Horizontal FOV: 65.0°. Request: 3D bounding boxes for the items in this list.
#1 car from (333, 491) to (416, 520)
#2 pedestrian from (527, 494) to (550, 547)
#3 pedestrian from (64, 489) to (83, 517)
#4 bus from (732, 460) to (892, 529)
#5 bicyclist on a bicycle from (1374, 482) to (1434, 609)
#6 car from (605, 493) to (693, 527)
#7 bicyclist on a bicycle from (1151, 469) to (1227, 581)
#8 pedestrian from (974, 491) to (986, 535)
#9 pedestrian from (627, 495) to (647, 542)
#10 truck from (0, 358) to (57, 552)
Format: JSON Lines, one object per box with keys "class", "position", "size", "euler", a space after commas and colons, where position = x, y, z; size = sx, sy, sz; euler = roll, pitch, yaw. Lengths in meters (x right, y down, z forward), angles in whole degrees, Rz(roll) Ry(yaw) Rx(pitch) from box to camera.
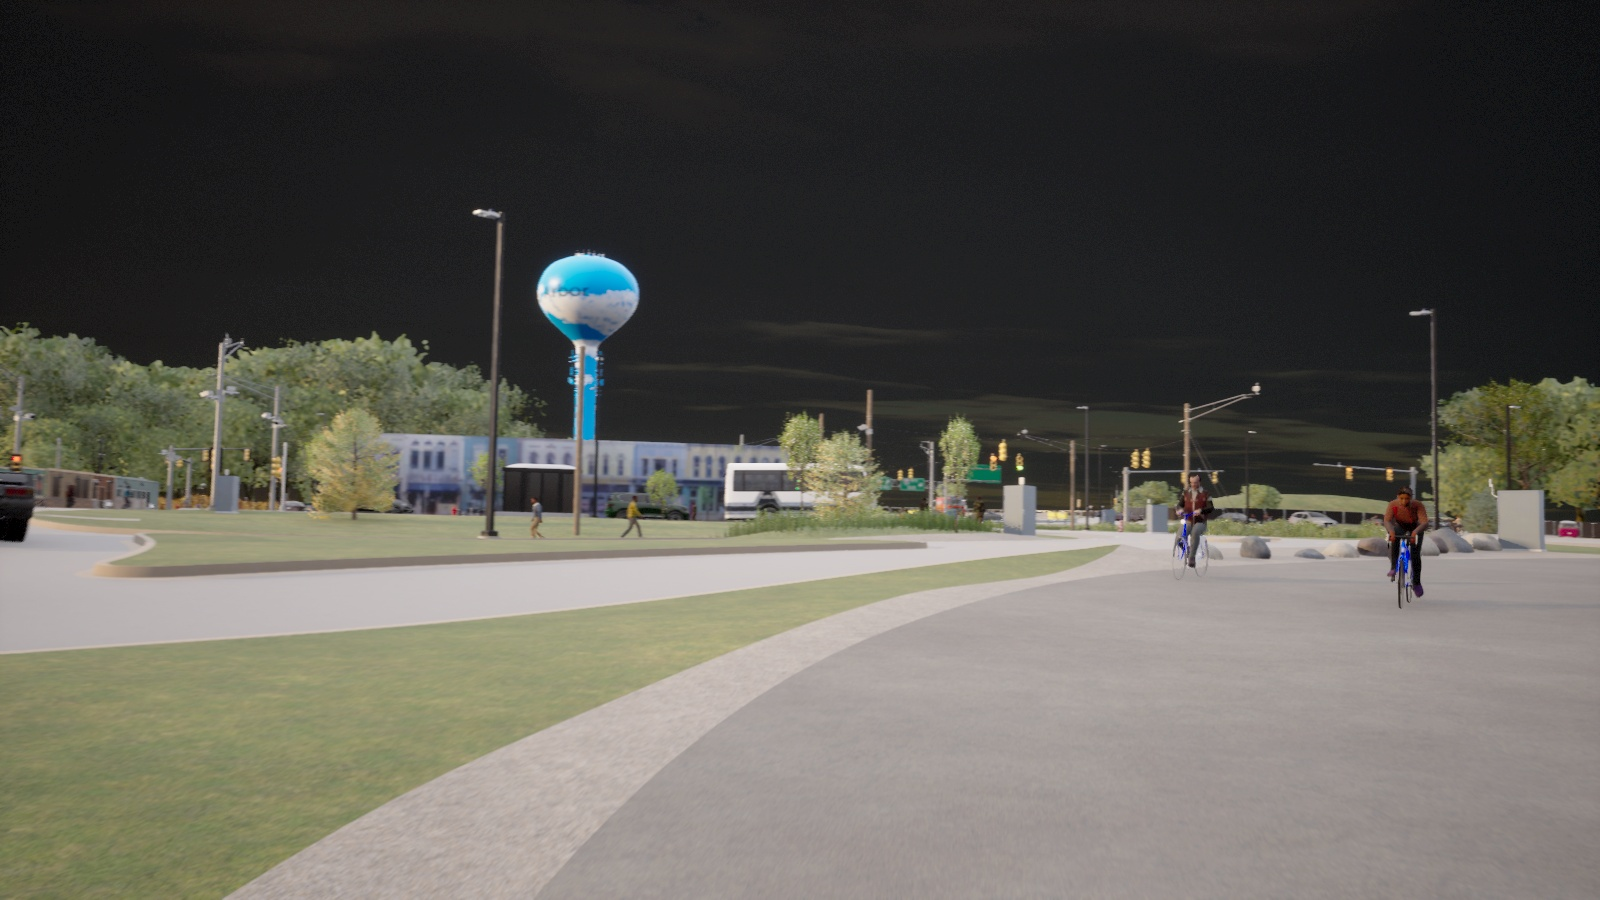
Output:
{"class": "car", "position": [-26.683, 3.503, 78.926], "size": [4.611, 1.667, 2.242], "euler": [2, -4, -12]}
{"class": "pedestrian", "position": [-9.915, 2.672, 47.543], "size": [0.788, 1.949, 0.423], "euler": [2, -4, -14]}
{"class": "pedestrian", "position": [-48.650, 3.526, 84.098], "size": [0.899, 1.844, 0.634], "euler": [1, -4, -8]}
{"class": "bus", "position": [0.676, 3.012, 83.613], "size": [10.273, 4.253, 3.944], "euler": [0, -6, -4]}
{"class": "bicyclist on a bicycle", "position": [8.196, 1.251, 17.013], "size": [0.582, 1.620, 1.656], "euler": [0, -1, 31]}
{"class": "car", "position": [-9.894, 3.949, 82.267], "size": [5.566, 2.045, 2.150], "euler": [2, -4, -11]}
{"class": "bicyclist on a bicycle", "position": [6.494, 1.229, 20.891], "size": [0.659, 1.776, 1.843], "euler": [0, -2, 35]}
{"class": "pedestrian", "position": [7.874, 2.763, 54.953], "size": [0.395, 1.930, 0.692], "euler": [1, -4, -3]}
{"class": "pedestrian", "position": [-6.421, 2.693, 49.351], "size": [0.709, 1.840, 0.431], "euler": [2, -4, -13]}
{"class": "truck", "position": [-17.441, 0.103, 25.131], "size": [2.891, 3.462, 7.936], "euler": [5, -4, -41]}
